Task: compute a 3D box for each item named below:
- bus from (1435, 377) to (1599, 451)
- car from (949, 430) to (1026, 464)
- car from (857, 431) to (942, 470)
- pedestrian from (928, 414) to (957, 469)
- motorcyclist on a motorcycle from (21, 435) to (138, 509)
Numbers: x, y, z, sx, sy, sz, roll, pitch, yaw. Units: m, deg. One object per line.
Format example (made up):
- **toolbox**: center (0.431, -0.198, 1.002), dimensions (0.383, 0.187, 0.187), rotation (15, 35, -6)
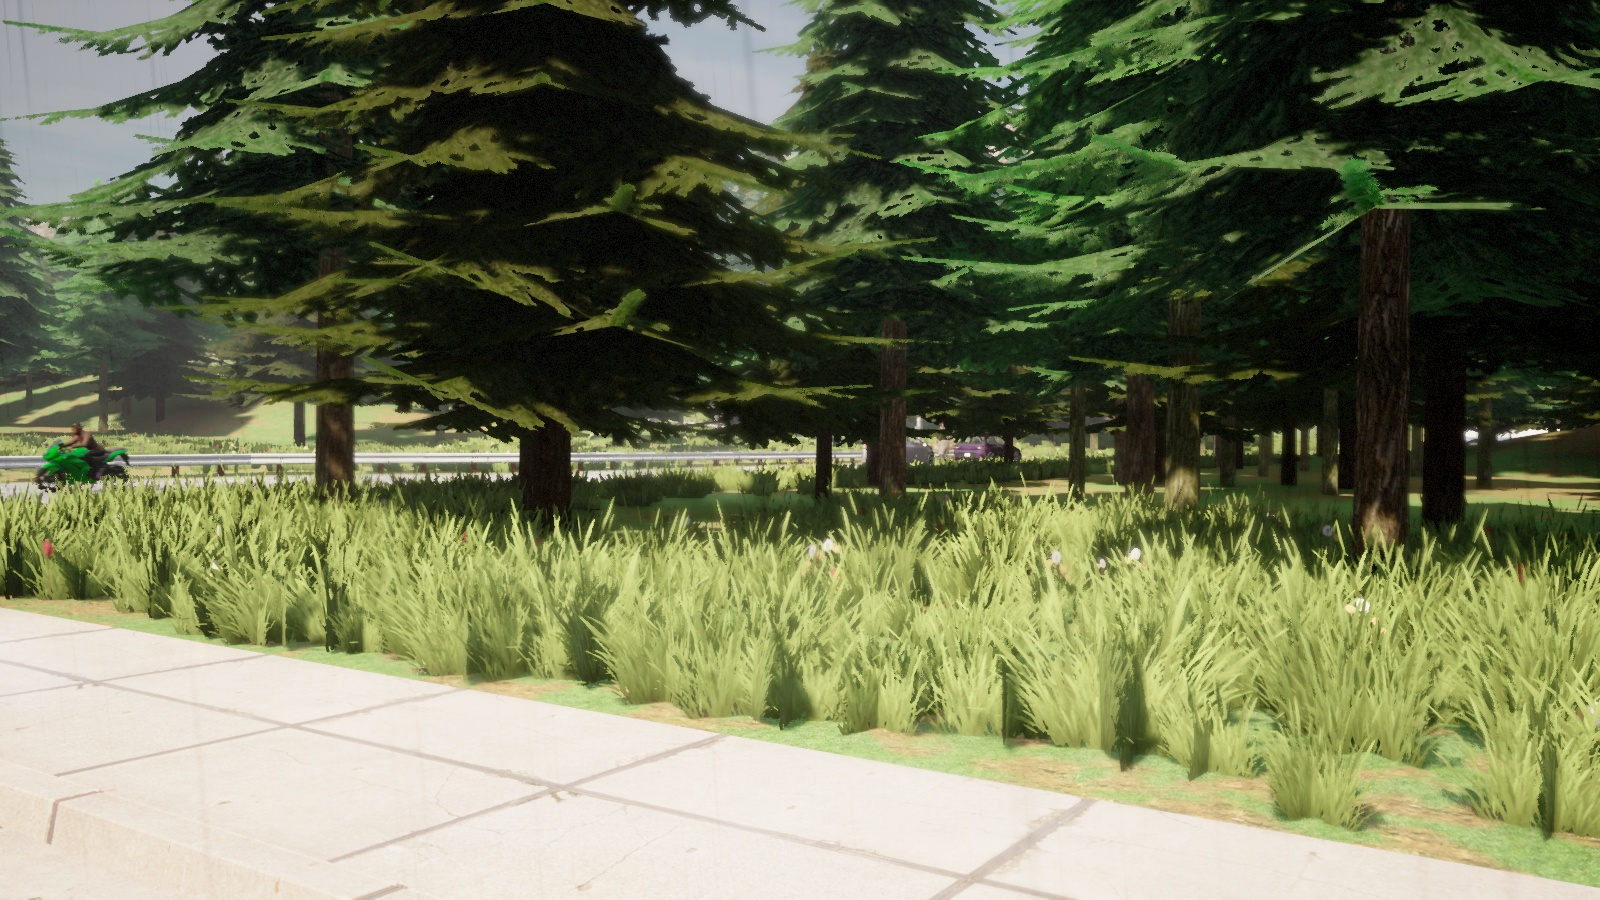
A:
- **bus**: center (43.751, -2.093, 75.072), dimensions (10.273, 4.253, 3.944), rotation (0, 1, 27)
- **car**: center (8.648, -0.148, 57.729), dimensions (1.816, 1.474, 4.193), rotation (0, 1, 35)
- **car**: center (4.080, -0.017, 51.140), dimensions (1.845, 1.501, 3.633), rotation (0, 1, 35)
- **pedestrian**: center (5.146, -0.299, 45.363), dimensions (0.659, 1.952, 0.873), rotation (0, 1, 39)
- **motorcyclist on a motorcycle**: center (-15.666, 0.455, 27.360), dimensions (0.797, 1.523, 2.044), rotation (0, 1, 33)
